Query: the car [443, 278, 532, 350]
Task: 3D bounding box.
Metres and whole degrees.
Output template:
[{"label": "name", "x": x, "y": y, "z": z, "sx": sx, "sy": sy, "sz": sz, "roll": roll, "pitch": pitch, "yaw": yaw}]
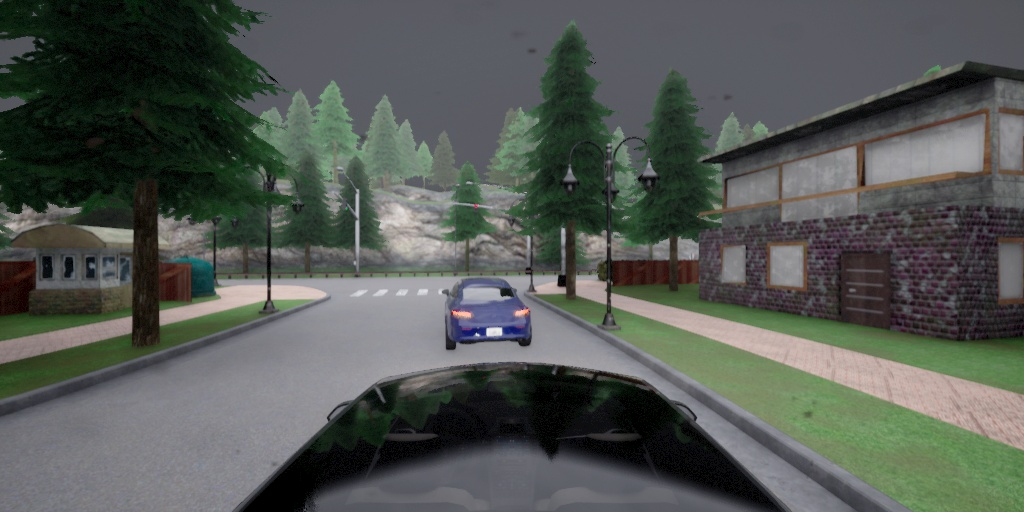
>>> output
[{"label": "car", "x": -0.756, "y": 1.266, "z": 9.024, "sx": 1.812, "sy": 1.442, "sz": 4.674, "roll": 0, "pitch": 0, "yaw": -11}]
